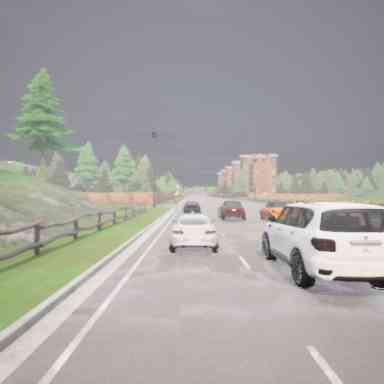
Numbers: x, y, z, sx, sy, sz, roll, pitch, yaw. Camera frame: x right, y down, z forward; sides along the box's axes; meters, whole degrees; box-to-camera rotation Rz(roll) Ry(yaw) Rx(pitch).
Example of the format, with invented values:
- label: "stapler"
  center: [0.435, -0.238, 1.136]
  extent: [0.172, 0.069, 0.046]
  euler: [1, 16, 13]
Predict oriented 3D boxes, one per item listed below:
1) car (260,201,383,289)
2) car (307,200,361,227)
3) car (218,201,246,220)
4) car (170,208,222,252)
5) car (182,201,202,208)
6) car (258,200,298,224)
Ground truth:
- label: "car"
  center: [3.580, 1.291, 9.523]
  extent: [2.150, 2.045, 5.566]
  euler: [0, 0, 0]
- label: "car"
  center: [10.555, 1.530, 25.083]
  extent: [2.097, 1.767, 4.553]
  euler: [0, 0, 0]
- label: "car"
  center: [3.530, 1.559, 30.241]
  extent: [2.097, 1.767, 4.553]
  euler: [0, 0, 0]
- label: "car"
  center: [0.076, 1.623, 14.261]
  extent: [1.812, 1.442, 4.674]
  euler: [0, 0, 0]
- label: "car"
  center: [0.000, 1.747, 35.583]
  extent: [1.837, 1.490, 4.892]
  euler: [0, 0, 0]
- label: "car"
  center: [7.043, 1.545, 27.716]
  extent: [2.097, 1.767, 4.553]
  euler: [0, 0, 0]
